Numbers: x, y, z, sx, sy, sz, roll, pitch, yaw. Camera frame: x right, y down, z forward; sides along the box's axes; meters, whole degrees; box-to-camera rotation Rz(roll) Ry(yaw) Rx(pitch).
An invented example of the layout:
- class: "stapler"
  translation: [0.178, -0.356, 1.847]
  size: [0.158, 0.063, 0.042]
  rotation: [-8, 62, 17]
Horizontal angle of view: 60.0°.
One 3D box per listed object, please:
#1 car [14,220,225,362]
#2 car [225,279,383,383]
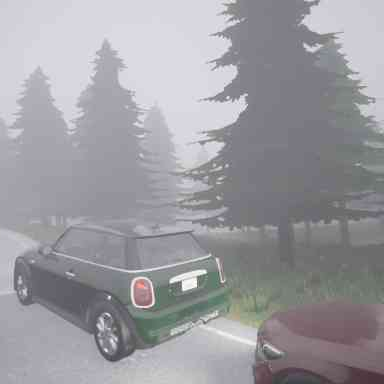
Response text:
- class: "car"
  translation: [-1.567, 1.309, 6.198]
  size: [4.553, 1.767, 2.097]
  rotation: [1, 1, 44]
- class: "car"
  translation: [2.768, 1.532, 2.584]
  size: [4.674, 1.442, 1.812]
  rotation: [1, 0, 36]
